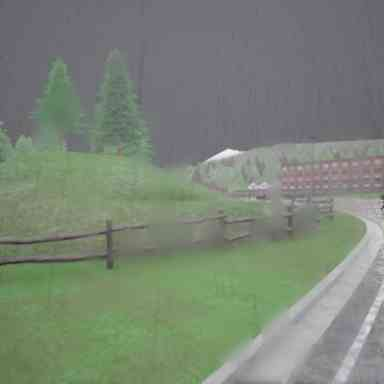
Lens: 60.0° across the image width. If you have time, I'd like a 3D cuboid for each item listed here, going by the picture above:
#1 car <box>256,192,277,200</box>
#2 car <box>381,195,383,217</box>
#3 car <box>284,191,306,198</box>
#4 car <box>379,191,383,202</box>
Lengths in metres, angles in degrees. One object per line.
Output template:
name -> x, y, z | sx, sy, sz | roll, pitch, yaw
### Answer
car -> 13.389, 0.685, 59.547 | 1.994, 1.385, 4.181 | -2, 1, -34
car -> 13.607, 0.968, 21.241 | 1.837, 1.490, 4.892 | 0, 1, 17
car -> 19.473, 0.497, 63.036 | 1.994, 1.385, 4.181 | -2, 1, -36
car -> 25.151, 0.592, 40.249 | 1.895, 1.301, 4.718 | -2, 1, -8
